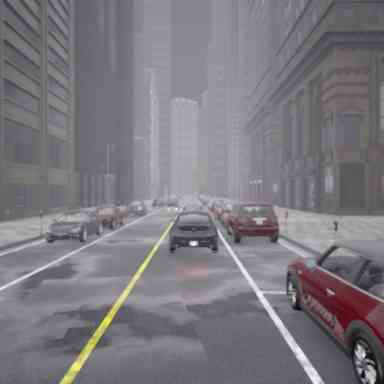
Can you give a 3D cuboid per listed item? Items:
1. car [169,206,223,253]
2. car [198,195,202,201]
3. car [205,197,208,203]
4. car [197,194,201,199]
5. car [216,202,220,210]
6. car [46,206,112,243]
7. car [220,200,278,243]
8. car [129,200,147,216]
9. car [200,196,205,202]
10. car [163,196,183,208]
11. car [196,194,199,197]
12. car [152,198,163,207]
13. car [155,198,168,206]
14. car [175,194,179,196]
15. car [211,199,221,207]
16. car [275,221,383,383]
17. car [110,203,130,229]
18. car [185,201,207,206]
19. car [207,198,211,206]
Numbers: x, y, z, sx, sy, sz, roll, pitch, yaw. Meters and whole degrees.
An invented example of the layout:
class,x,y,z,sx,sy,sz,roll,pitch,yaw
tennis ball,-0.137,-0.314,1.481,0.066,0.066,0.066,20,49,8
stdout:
class,x,y,z,sx,sy,sz,roll,pitch,yaw
car,0.080,1.563,14.062,1.837,1.490,4.892,0,0,0
car,2.917,1.806,72.867,1.752,1.417,4.829,-1,0,0
car,3.192,1.715,47.240,1.812,1.442,4.674,0,0,0
car,2.928,1.865,83.946,2.008,1.369,4.403,-1,0,0
car,2.867,1.617,22.247,1.752,1.417,4.829,-1,0,0
car,-5.664,1.620,16.453,2.008,1.369,4.403,-1,0,0
car,2.859,1.383,16.454,2.192,1.841,5.009,-1,0,0
car,-5.648,1.577,33.327,1.967,1.590,4.097,-1,0,0
car,2.906,1.824,61.448,1.802,1.307,4.206,-1,0,0
car,-3.020,1.761,53.235,2.033,1.411,5.357,0,0,0
car,2.939,1.890,95.195,1.887,1.381,4.507,-1,0,0
car,-5.625,1.789,55.825,1.947,1.339,4.313,-1,0,0
car,-5.620,1.788,61.451,1.887,1.381,4.507,-1,0,0
car,-5.586,1.896,95.198,2.008,1.369,4.403,-1,0,0
car,2.872,1.554,27.702,1.967,1.590,4.097,-1,0,0
car,2.849,1.462,5.205,1.967,1.590,4.097,-1,0,0
car,-5.658,1.636,22.078,1.887,1.381,4.507,-1,0,0
car,0.088,1.717,28.277,1.895,1.301,4.718,0,0,0
car,3.185,1.688,40.240,1.812,1.442,4.674,0,0,0
